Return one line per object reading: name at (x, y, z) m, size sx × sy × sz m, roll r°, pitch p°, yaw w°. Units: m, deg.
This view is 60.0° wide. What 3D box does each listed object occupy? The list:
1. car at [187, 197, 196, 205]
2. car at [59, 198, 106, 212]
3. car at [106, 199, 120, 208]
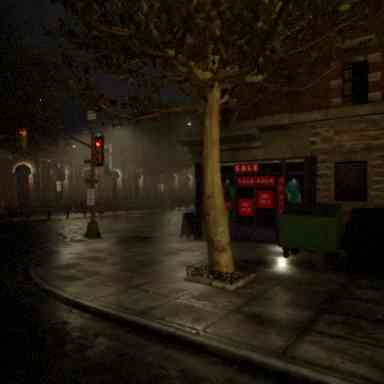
car at (0.925, 1.545, 57.697) m, size 1.994 × 1.385 × 4.181 m, roll 0°, pitch 0°, yaw 36°
car at (-12.950, 1.457, 38.667) m, size 1.882 × 1.535 × 5.008 m, roll 0°, pitch 0°, yaw 36°
car at (-12.153, 1.573, 45.125) m, size 1.895 × 1.301 × 4.718 m, roll 0°, pitch 0°, yaw 36°
